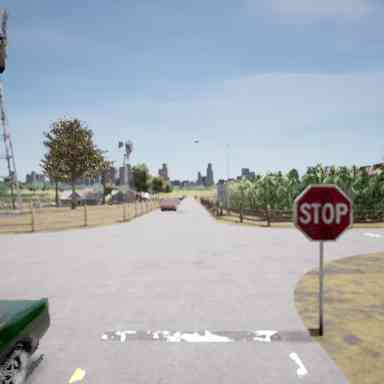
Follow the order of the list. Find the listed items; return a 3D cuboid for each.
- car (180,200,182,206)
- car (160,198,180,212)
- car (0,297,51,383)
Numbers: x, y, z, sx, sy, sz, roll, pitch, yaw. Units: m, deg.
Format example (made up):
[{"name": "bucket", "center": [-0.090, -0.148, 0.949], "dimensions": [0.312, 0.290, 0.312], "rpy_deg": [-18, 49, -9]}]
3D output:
[{"name": "car", "center": [-2.851, 1.712, 59.170], "dimensions": [2.033, 1.411, 5.357], "rpy_deg": [0, -1, 0]}, {"name": "car", "center": [-2.821, 1.617, 40.955], "dimensions": [1.882, 1.535, 5.008], "rpy_deg": [0, 0, 0]}, {"name": "car", "center": [-2.756, 1.594, 2.101], "dimensions": [1.895, 1.301, 4.718], "rpy_deg": [0, 0, 0]}]
